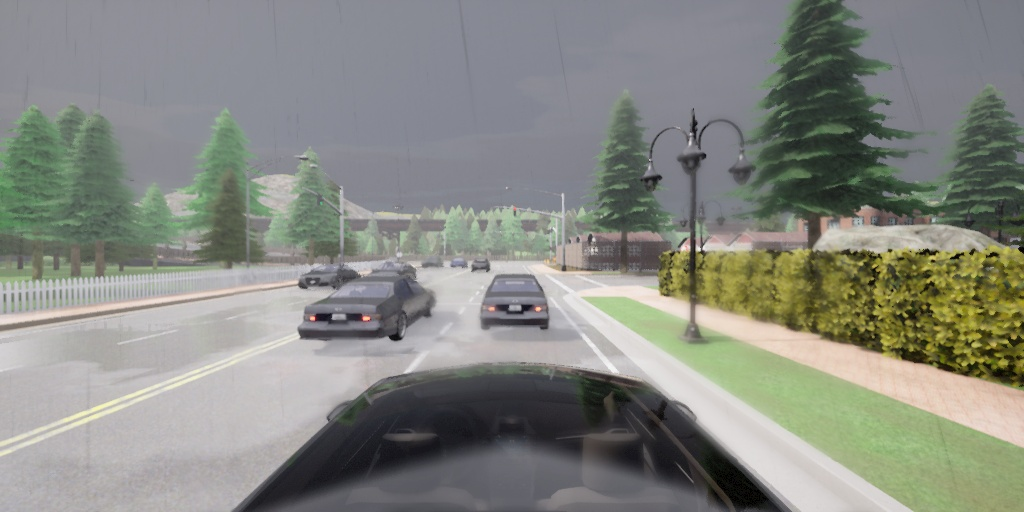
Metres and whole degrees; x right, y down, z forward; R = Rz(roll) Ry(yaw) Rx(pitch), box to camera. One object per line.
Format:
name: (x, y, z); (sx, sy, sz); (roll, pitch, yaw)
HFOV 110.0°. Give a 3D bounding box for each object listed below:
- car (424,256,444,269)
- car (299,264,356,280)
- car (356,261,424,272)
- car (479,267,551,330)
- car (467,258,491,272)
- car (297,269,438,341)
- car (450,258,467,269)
car: (-10.549, 0.771, 48.053); (2.097, 1.767, 4.553); (0, 1, 0)
car: (-10.598, 1.176, 21.056); (1.994, 1.385, 4.181); (0, 0, 0)
car: (-7.099, 1.100, 21.541); (2.128, 1.511, 4.902); (0, 0, 0)
car: (0.086, 1.232, 10.837); (2.033, 1.411, 5.357); (0, 0, 0)
car: (-3.397, 0.969, 40.028); (2.128, 1.511, 4.902); (0, 0, 0)
car: (-3.416, 1.241, 9.621); (2.033, 1.411, 5.357); (0, 0, 0)
car: (-7.050, 0.948, 47.726); (1.812, 1.442, 4.674); (0, 0, 0)
